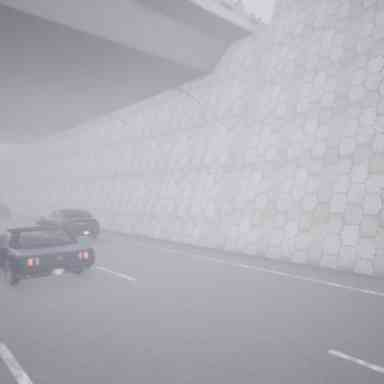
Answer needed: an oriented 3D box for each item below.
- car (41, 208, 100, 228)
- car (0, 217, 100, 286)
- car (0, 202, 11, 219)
[{"bbox_3d":[-6.432,1.604,17.007,1.837,1.490,4.892,0,0,-41],"label":"car"},{"bbox_3d":[-4.704,1.657,9.757,1.895,1.301,4.718,0,0,-41],"label":"car"},{"bbox_3d":[-17.590,1.652,29.575,2.128,1.511,4.902,0,-1,-41],"label":"car"}]
